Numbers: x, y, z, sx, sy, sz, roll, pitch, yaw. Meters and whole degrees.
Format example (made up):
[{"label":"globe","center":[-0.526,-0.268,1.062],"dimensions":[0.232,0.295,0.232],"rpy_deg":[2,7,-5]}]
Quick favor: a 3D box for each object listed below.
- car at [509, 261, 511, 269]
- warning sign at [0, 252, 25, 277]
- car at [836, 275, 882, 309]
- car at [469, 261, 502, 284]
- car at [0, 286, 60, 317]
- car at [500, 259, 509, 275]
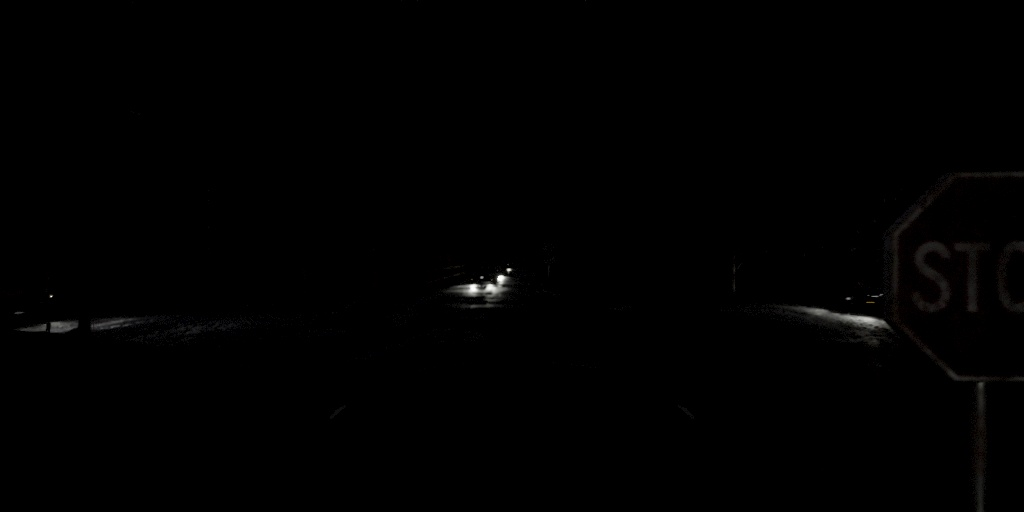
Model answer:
[{"label":"car","center":[-1.234,1.258,58.611],"dimensions":[1.882,1.535,5.008],"rpy_deg":[0,0,2]},{"label":"warning sign","center":[-23.736,0.864,16.345],"dimensions":[1.060,1.860,1.300],"rpy_deg":[0,0,1]},{"label":"car","center":[14.734,1.275,13.070],"dimensions":[4.892,1.490,1.837],"rpy_deg":[-1,0,1]},{"label":"car","center":[-2.106,1.354,27.681],"dimensions":[1.994,1.385,4.181],"rpy_deg":[0,0,2]},{"label":"car","center":[-16.986,1.365,10.877],"dimensions":[4.718,1.301,1.895],"rpy_deg":[0,0,1]},{"label":"car","center":[-1.768,1.283,40.597],"dimensions":[2.128,1.511,4.902],"rpy_deg":[0,0,2]}]
